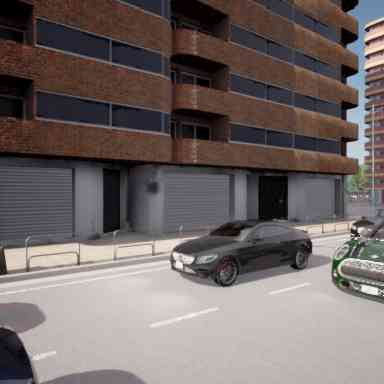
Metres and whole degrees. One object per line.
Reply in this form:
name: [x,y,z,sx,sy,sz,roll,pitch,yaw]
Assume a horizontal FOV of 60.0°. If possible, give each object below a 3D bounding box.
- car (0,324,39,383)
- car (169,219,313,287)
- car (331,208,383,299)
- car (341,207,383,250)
car: [-3.064,1.563,1.759,4.181,1.385,1.994,0,0,-35]
car: [1.572,1.526,9.493,4.674,1.442,1.812,0,0,-36]
car: [5.336,1.352,7.927,4.553,1.767,2.097,0,0,-36]
car: [9.033,1.491,14.963,4.902,1.511,2.128,0,0,-36]
